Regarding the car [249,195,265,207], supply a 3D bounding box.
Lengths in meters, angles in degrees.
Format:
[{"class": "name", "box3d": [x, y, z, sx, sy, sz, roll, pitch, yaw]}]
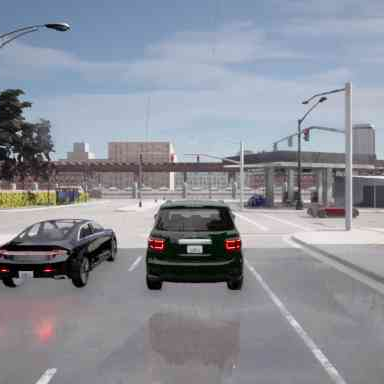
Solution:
[{"class": "car", "box3d": [9.651, 1.295, 49.415, 2.242, 1.667, 4.611, 0, 0, 0]}]

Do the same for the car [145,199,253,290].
[{"class": "car", "box3d": [0.073, 1.221, 9.231, 2.150, 2.045, 5.566, 0, 0, 0]}]

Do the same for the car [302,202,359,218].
[{"class": "car", "box3d": [12.355, 1.564, 29.288, 4.181, 1.385, 1.994, 0, 0, -1]}]

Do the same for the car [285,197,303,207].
[{"class": "car", "box3d": [15.395, 1.456, 50.184, 1.970, 1.475, 3.806, 0, 0, 0]}]

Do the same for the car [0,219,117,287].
[{"class": "car", "box3d": [-3.431, 1.492, 9.315, 2.128, 1.511, 4.902, 0, 0, 0]}]
